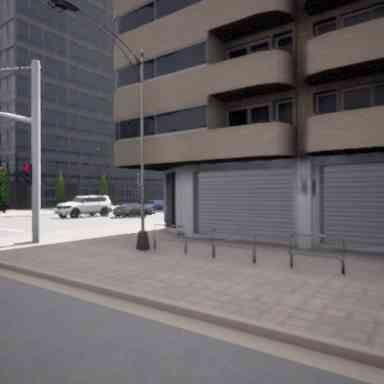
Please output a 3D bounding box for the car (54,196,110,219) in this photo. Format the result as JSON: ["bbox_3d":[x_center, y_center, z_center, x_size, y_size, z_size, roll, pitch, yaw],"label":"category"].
[{"bbox_3d":[-10.233,1.366,31.757,2.150,2.045,5.566,0,0,36],"label":"car"}]

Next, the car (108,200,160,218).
[{"bbox_3d":[-5.491,1.688,31.977,1.994,1.385,4.181,0,0,36],"label":"car"}]

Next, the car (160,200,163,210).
[{"bbox_3d":[-4.480,1.670,39.630,1.812,1.442,4.674,0,0,36],"label":"car"}]
